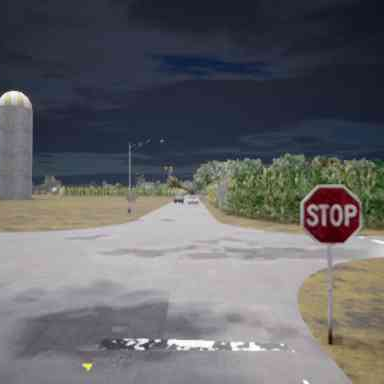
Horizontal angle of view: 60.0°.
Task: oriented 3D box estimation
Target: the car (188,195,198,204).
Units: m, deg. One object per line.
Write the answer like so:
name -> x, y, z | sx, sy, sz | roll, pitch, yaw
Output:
car -> 0.170, 1.585, 61.489 | 1.895, 1.301, 4.718 | 0, 0, 0

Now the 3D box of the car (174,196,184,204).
car -> -2.568, 1.458, 65.639 | 1.882, 1.535, 5.008 | 0, 0, 0

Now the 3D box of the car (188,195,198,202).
car -> 0.198, 1.348, 71.467 | 2.033, 1.411, 5.357 | 0, 0, 0
